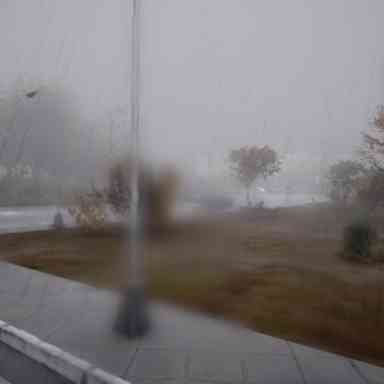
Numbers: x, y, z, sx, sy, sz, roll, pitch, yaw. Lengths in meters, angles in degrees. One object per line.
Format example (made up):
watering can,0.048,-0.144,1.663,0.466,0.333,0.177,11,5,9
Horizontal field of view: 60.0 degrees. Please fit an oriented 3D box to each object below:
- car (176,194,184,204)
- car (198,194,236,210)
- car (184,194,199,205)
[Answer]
car,-1.079,0.992,48.886,1.994,1.385,4.181,1,1,39
car,3.200,1.153,37.283,1.837,1.490,4.892,1,1,39
car,1.452,1.010,46.449,1.812,1.442,4.674,1,1,39
